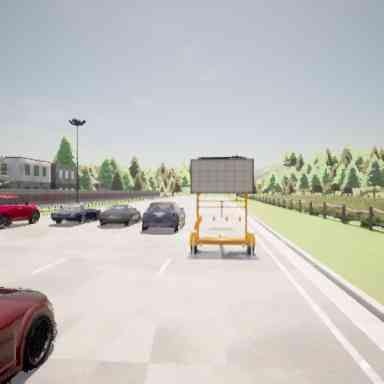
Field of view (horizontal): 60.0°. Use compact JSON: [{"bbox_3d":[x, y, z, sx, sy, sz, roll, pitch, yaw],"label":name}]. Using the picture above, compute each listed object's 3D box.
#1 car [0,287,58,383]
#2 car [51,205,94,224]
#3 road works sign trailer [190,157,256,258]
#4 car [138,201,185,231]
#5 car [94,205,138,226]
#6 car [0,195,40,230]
[{"bbox_3d":[-3.032,1.563,3.107,1.994,1.385,4.181,0,0,5],"label":"car"},{"bbox_3d":[-8.354,1.596,24.439,1.895,1.301,4.718,0,0,5],"label":"car"},{"bbox_3d":[1.148,0.461,12.754,2.380,3.560,2.880,0,0,5],"label":"road works sign trailer"},{"bbox_3d":[-1.639,1.347,20.592,2.097,1.767,4.553,0,0,5],"label":"car"},{"bbox_3d":[-4.933,1.559,23.285,1.994,1.385,4.181,0,0,5],"label":"car"},{"bbox_3d":[-12.106,1.219,21.428,2.150,2.045,5.566,0,0,5],"label":"car"}]
